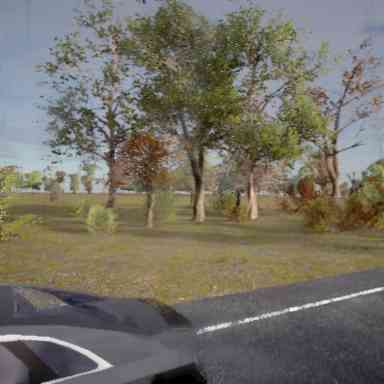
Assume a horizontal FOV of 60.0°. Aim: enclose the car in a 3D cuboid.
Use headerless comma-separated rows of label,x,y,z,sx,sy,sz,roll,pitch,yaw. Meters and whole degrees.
car,-2.191,1.527,2.160,4.902,1.511,2.128,1,-1,-31
